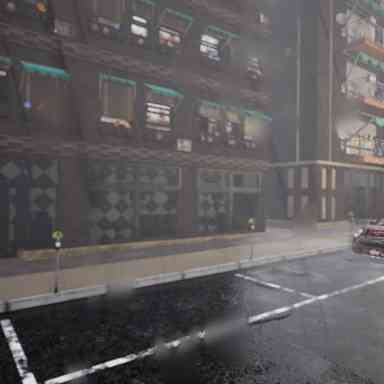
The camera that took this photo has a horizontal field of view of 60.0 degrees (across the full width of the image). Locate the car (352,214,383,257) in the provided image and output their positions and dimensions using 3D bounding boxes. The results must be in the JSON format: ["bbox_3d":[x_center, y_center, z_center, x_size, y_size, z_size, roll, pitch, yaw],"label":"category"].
[{"bbox_3d":[7.548,1.433,11.937,4.097,1.590,1.967,0,1,-36],"label":"car"}]
